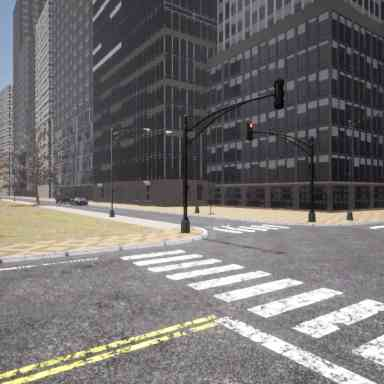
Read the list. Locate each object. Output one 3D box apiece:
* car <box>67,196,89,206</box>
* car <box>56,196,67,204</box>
[{"bbox_3d":[-18.821,1.603,55.260,1.895,1.301,4.718,0,0,-35],"label":"car"},{"bbox_3d":[-24.613,1.512,63.526,1.837,1.490,4.892,0,0,-35],"label":"car"}]
